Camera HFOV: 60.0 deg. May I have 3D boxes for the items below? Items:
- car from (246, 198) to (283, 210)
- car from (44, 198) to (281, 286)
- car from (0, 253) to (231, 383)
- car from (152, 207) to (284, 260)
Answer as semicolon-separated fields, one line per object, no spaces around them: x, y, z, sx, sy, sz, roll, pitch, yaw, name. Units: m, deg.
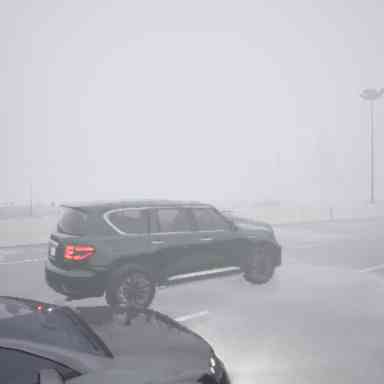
9.811;1.583;44.966;4.902;1.511;2.128;1;0;-35;car
-0.389;1.198;7.704;5.566;2.045;2.150;0;0;-35;car
-1.691;1.562;2.521;4.181;1.385;1.994;0;0;-35;car
1.116;1.454;13.027;4.902;1.511;2.128;0;0;-35;car
